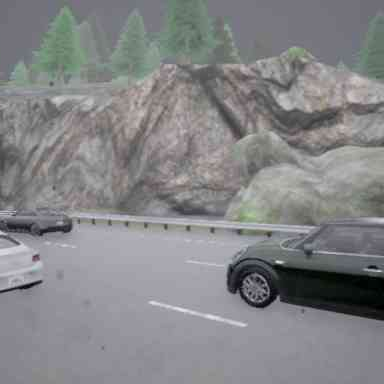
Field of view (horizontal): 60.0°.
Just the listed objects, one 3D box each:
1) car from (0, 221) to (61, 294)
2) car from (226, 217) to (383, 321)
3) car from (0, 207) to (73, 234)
[{"bbox_3d":[-5.315,1.515,7.563,4.674,1.442,1.812,0,0,32],"label":"car"},{"bbox_3d":[2.904,1.261,6.236,4.553,1.767,2.097,0,1,35],"label":"car"},{"bbox_3d":[-8.258,1.502,17.427,4.181,1.385,1.994,0,1,30],"label":"car"}]
